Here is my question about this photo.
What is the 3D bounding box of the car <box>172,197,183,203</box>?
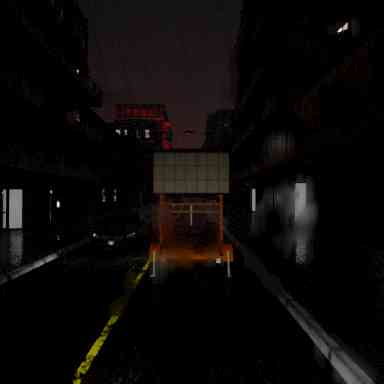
[{"bbox_3d":[-2.893,1.744,66.837,1.882,1.535,5.008,0,0,0],"label":"car"}]

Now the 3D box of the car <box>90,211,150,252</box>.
[{"bbox_3d":[-2.882,1.547,14.155,1.812,1.442,4.674,0,0,0],"label":"car"}]

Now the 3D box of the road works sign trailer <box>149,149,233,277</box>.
[{"bbox_3d":[-0.022,0.477,10.257,2.380,3.560,2.880,0,0,0],"label":"road works sign trailer"}]
